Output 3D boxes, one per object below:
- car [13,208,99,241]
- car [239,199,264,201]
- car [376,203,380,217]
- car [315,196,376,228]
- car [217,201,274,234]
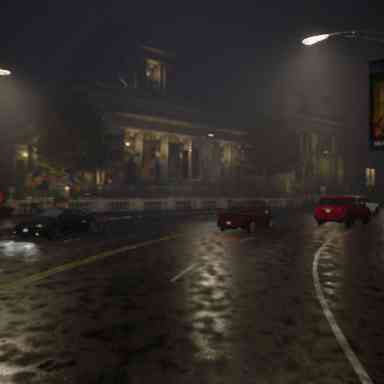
[{"bbox_3d":[-6.587,1.518,16.583,1.994,1.385,4.181,0,0,24],"label":"car"},{"bbox_3d":[4.528,1.403,27.247,2.097,1.767,4.553,0,0,44],"label":"car"},{"bbox_3d":[15.989,1.370,32.110,5.566,2.045,2.150,1,0,-37],"label":"car"},{"bbox_3d":[10.593,1.321,23.220,2.150,2.045,5.566,0,0,44],"label":"car"},{"bbox_3d":[3.345,1.516,19.955,1.882,1.535,5.008,0,0,33],"label":"car"}]
